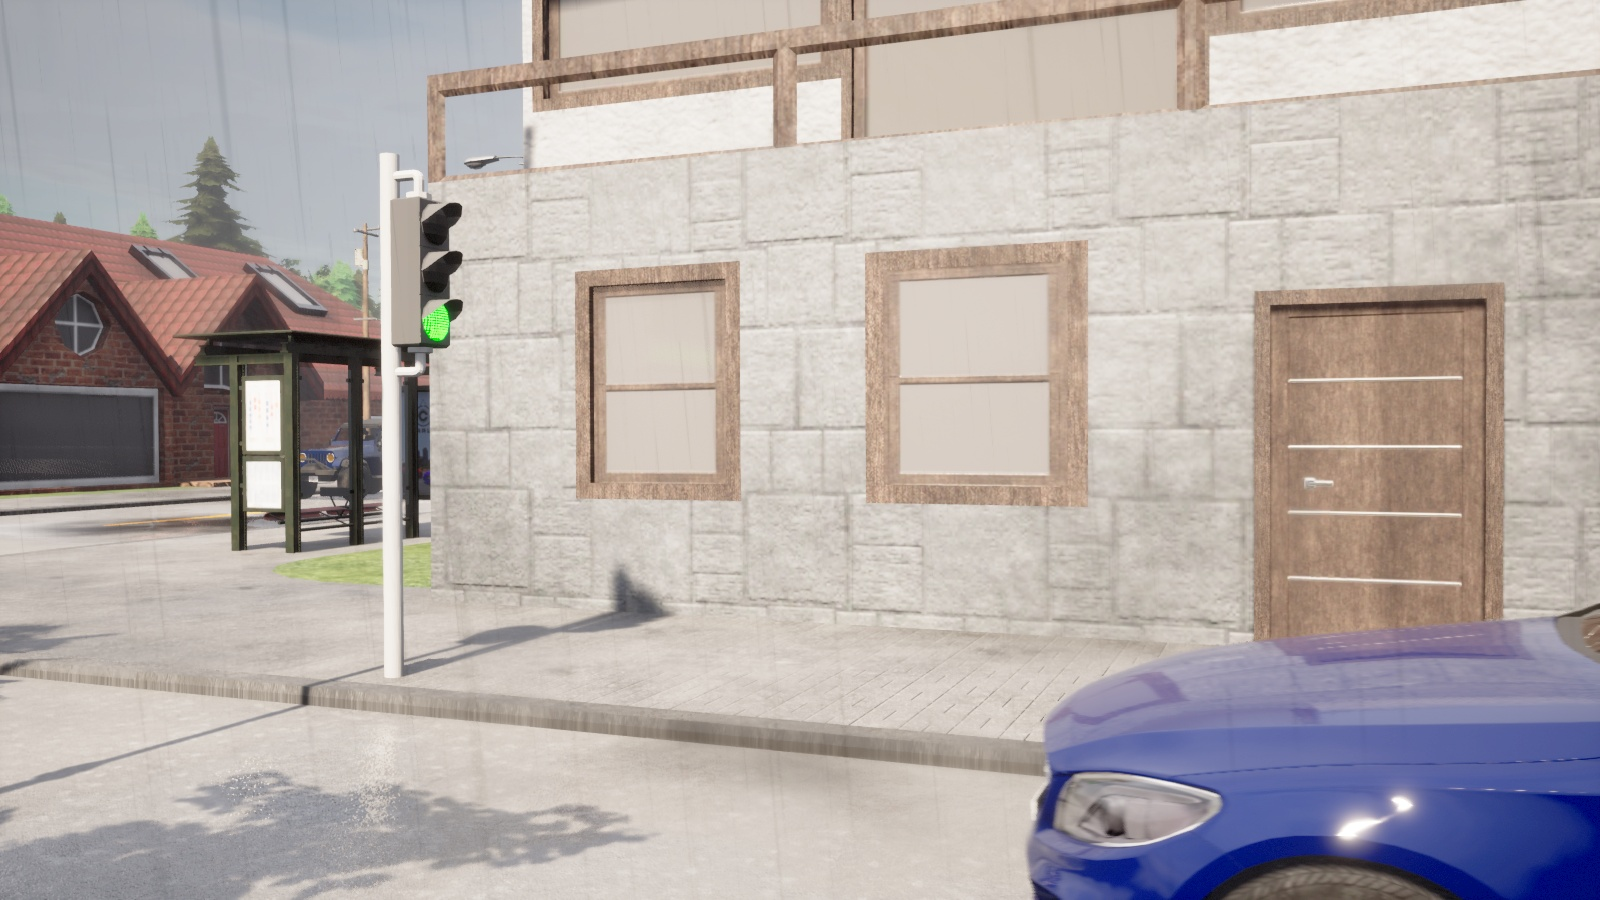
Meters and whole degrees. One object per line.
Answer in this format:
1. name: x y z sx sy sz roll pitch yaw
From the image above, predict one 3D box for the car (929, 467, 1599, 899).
1. car: 2.798 0.818 2.818 4.674 1.442 1.812 1 1 21
